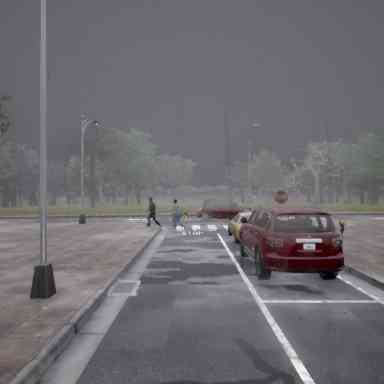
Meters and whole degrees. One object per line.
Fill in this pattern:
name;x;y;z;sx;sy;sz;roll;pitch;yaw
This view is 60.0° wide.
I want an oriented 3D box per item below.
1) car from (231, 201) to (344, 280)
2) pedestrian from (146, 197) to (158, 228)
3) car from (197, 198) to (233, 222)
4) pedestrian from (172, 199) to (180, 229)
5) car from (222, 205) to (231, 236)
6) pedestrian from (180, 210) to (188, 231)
car;2.650;1.314;9.886;2.192;1.841;5.009;0;0;0
pedestrian;-2.259;1.141;18.873;0.375;1.860;0.375;0;0;0
car;2.688;1.316;25.560;4.553;1.767;2.097;0;1;0
pedestrian;-0.934;1.293;20.070;0.375;1.860;0.375;0;0;0
car;2.658;1.525;15.602;1.752;1.417;4.829;0;0;0
pedestrian;-0.317;1.673;19.379;0.500;1.100;0.500;0;0;0
